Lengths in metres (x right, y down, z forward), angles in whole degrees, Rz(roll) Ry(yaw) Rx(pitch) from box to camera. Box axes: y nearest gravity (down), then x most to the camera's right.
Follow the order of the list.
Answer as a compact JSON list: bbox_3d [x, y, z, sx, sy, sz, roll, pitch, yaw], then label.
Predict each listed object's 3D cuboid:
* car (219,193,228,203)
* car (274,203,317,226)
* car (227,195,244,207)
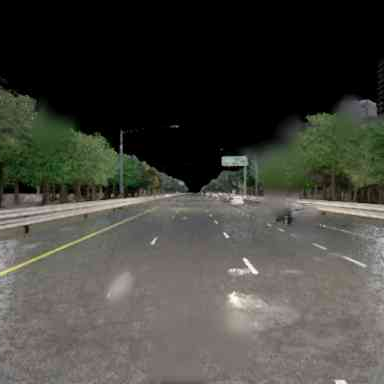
[{"bbox_3d":[7.287,1.349,69.550,2.097,1.767,4.553,0,0,0],"label":"car"},{"bbox_3d":[7.038,1.494,23.088,2.128,1.511,4.902,0,0,0],"label":"car"},{"bbox_3d":[7.170,1.537,52.818,1.812,1.442,4.674,0,0,0],"label":"car"}]
